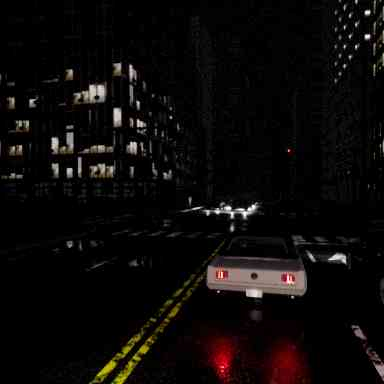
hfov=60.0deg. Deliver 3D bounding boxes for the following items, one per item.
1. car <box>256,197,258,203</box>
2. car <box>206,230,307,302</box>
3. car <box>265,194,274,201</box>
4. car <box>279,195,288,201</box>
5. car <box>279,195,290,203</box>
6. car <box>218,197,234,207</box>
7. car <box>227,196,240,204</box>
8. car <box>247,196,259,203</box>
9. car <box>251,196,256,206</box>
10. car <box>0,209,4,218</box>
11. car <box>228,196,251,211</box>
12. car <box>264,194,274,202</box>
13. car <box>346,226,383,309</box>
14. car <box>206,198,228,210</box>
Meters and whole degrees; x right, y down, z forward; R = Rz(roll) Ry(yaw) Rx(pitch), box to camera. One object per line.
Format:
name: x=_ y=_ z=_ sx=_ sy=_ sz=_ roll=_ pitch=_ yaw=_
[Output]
car: x=10.351 y=1.559 z=59.539 sx=1.895 sy=1.301 sz=4.718 roll=0 pitch=0 yaw=14
car: x=1.702 y=1.597 z=8.344 sx=1.895 sy=1.301 sz=4.718 roll=0 pitch=0 yaw=14
car: x=18.703 y=1.286 z=80.526 sx=2.128 sy=1.511 sz=4.902 roll=0 pitch=0 yaw=13
car: x=21.873 y=1.355 z=79.809 sx=1.895 sy=1.301 sz=4.718 roll=0 pitch=0 yaw=13
car: x=19.479 y=1.474 z=69.640 sx=2.033 sy=1.411 sz=5.357 roll=0 pitch=0 yaw=13
car: x=5.454 y=1.567 z=53.040 sx=1.895 sy=1.301 sz=4.718 roll=0 pitch=0 yaw=13
car: x=7.885 y=1.460 z=63.169 sx=1.837 sy=1.490 sz=4.892 roll=0 pitch=0 yaw=14
car: x=12.822 y=1.485 z=69.733 sx=2.033 sy=1.411 sz=5.357 roll=0 pitch=0 yaw=13
car: x=8.013 y=1.460 z=49.733 sx=2.128 sy=1.511 sz=4.902 roll=0 pitch=0 yaw=13
car: x=-17.326 y=1.435 z=26.672 sx=4.313 sy=1.339 sz=1.947 roll=1 pitch=1 yaw=14
car: x=5.893 y=1.503 z=40.731 sx=1.812 sy=1.442 sz=4.674 roll=0 pitch=0 yaw=13
car: x=16.418 y=1.530 z=70.821 sx=1.895 sy=1.301 sz=4.718 roll=0 pitch=0 yaw=13
car: x=4.832 y=1.501 z=7.441 sx=1.837 sy=1.490 sz=4.892 roll=0 pitch=0 yaw=13
car: x=3.125 y=1.524 z=43.174 sx=2.033 sy=1.411 sz=5.357 roll=0 pitch=0 yaw=13
